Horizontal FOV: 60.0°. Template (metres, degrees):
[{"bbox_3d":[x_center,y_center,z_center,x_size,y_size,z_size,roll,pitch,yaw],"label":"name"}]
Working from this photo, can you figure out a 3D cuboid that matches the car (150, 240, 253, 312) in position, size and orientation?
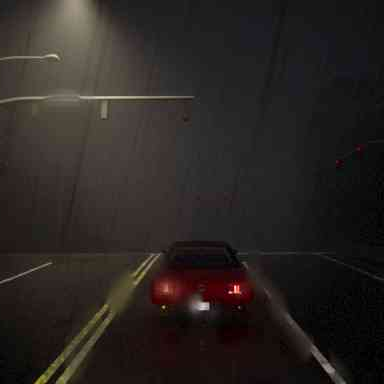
[{"bbox_3d":[0.197,1.830,8.190,1.895,1.301,4.718,0,-2,1],"label":"car"}]

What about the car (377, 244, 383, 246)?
[{"bbox_3d":[17.318,4.594,26.730,4.902,1.511,2.128,4,-10,1],"label":"car"}]

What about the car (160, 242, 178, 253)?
[{"bbox_3d":[-2.907,7.137,42.876,1.895,1.301,4.718,0,-10,1],"label":"car"}]
